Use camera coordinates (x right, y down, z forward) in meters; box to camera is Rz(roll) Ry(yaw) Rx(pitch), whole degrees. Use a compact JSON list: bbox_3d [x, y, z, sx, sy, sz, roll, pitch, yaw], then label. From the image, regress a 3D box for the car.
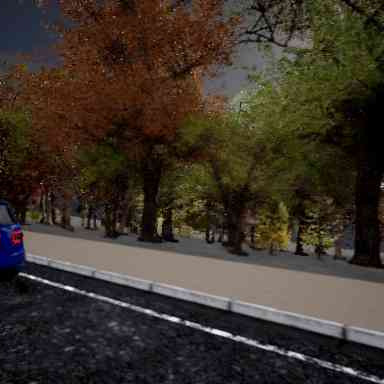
[{"bbox_3d":[-6.353,1.130,8.215,5.566,2.045,2.150,1,0,35],"label":"car"}]
